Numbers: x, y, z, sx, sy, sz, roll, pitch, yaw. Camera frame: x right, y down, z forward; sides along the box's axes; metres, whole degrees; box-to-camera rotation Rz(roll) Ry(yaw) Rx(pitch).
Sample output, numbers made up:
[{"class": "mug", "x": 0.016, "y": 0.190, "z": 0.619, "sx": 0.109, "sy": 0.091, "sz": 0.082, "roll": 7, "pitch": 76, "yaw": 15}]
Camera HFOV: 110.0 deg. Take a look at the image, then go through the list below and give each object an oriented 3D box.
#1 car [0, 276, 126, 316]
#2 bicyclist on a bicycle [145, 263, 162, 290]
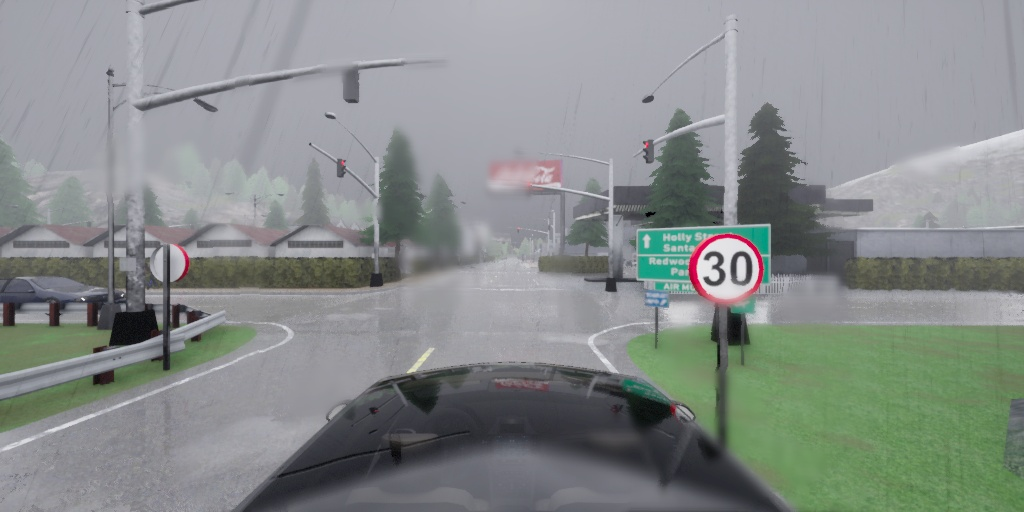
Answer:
[{"class": "car", "x": -18.324, "y": 1.489, "z": 13.794, "sx": 5.357, "sy": 1.411, "sz": 2.033, "roll": 0, "pitch": 0, "yaw": -2}, {"class": "bicyclist on a bicycle", "x": -21.677, "y": 1.244, "z": 21.354, "sx": 0.582, "sy": 1.620, "sz": 1.656, "roll": 0, "pitch": 0, "yaw": 1}]
